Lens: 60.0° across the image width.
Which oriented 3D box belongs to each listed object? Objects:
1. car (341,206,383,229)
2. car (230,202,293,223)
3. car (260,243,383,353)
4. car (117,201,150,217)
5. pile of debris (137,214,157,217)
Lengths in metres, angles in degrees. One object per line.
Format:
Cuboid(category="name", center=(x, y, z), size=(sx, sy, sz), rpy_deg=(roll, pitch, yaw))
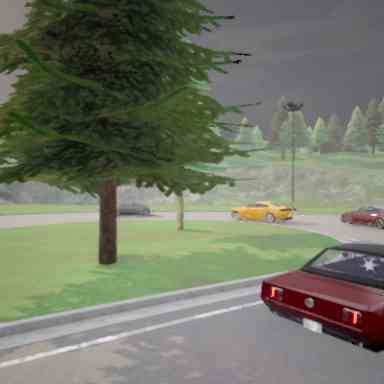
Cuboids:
Cuboid(category="car", center=(11.872, 1.593, 21.821), size=(1.994, 1.385, 4.181), rpy_deg=(0, 0, -17))
Cuboid(category="car", center=(5.253, 1.495, 25.694), size=(5.008, 1.535, 1.882), rpy_deg=(0, -1, 45))
Cuboid(category="car", center=(3.506, 1.609, 6.005), size=(4.718, 1.301, 1.895), rpy_deg=(0, 0, -36))
Cuboid(category="car", center=(-5.975, 1.557, 30.816), size=(4.181, 1.385, 1.994), rpy_deg=(0, 0, -14))
Cuboid(category="pile of debris", center=(-4.240, 2.175, 31.300), size=(1.860, 0.140, 1.500), rpy_deg=(0, 0, -10))
